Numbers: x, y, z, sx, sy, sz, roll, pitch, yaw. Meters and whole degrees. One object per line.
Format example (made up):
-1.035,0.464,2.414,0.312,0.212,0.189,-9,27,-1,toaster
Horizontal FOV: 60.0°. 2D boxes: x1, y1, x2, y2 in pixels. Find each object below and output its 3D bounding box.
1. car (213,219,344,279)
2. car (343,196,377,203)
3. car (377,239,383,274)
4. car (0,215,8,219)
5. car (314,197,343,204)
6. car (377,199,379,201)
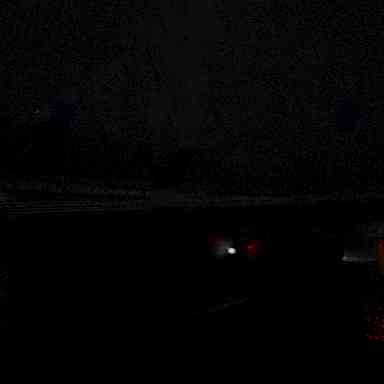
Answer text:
2.672,1.512,9.953,4.181,1.385,1.994,0,0,-36,car
20.819,1.221,40.330,4.892,1.490,1.837,-1,0,-35,car
6.717,1.410,8.538,5.008,1.535,1.882,0,0,-35,car
-10.306,1.494,13.837,4.902,1.511,2.128,0,0,-35,car
17.682,1.327,42.393,4.718,1.301,1.895,-1,0,-35,car
23.701,1.061,38.084,4.553,1.767,2.097,-1,0,-35,car
